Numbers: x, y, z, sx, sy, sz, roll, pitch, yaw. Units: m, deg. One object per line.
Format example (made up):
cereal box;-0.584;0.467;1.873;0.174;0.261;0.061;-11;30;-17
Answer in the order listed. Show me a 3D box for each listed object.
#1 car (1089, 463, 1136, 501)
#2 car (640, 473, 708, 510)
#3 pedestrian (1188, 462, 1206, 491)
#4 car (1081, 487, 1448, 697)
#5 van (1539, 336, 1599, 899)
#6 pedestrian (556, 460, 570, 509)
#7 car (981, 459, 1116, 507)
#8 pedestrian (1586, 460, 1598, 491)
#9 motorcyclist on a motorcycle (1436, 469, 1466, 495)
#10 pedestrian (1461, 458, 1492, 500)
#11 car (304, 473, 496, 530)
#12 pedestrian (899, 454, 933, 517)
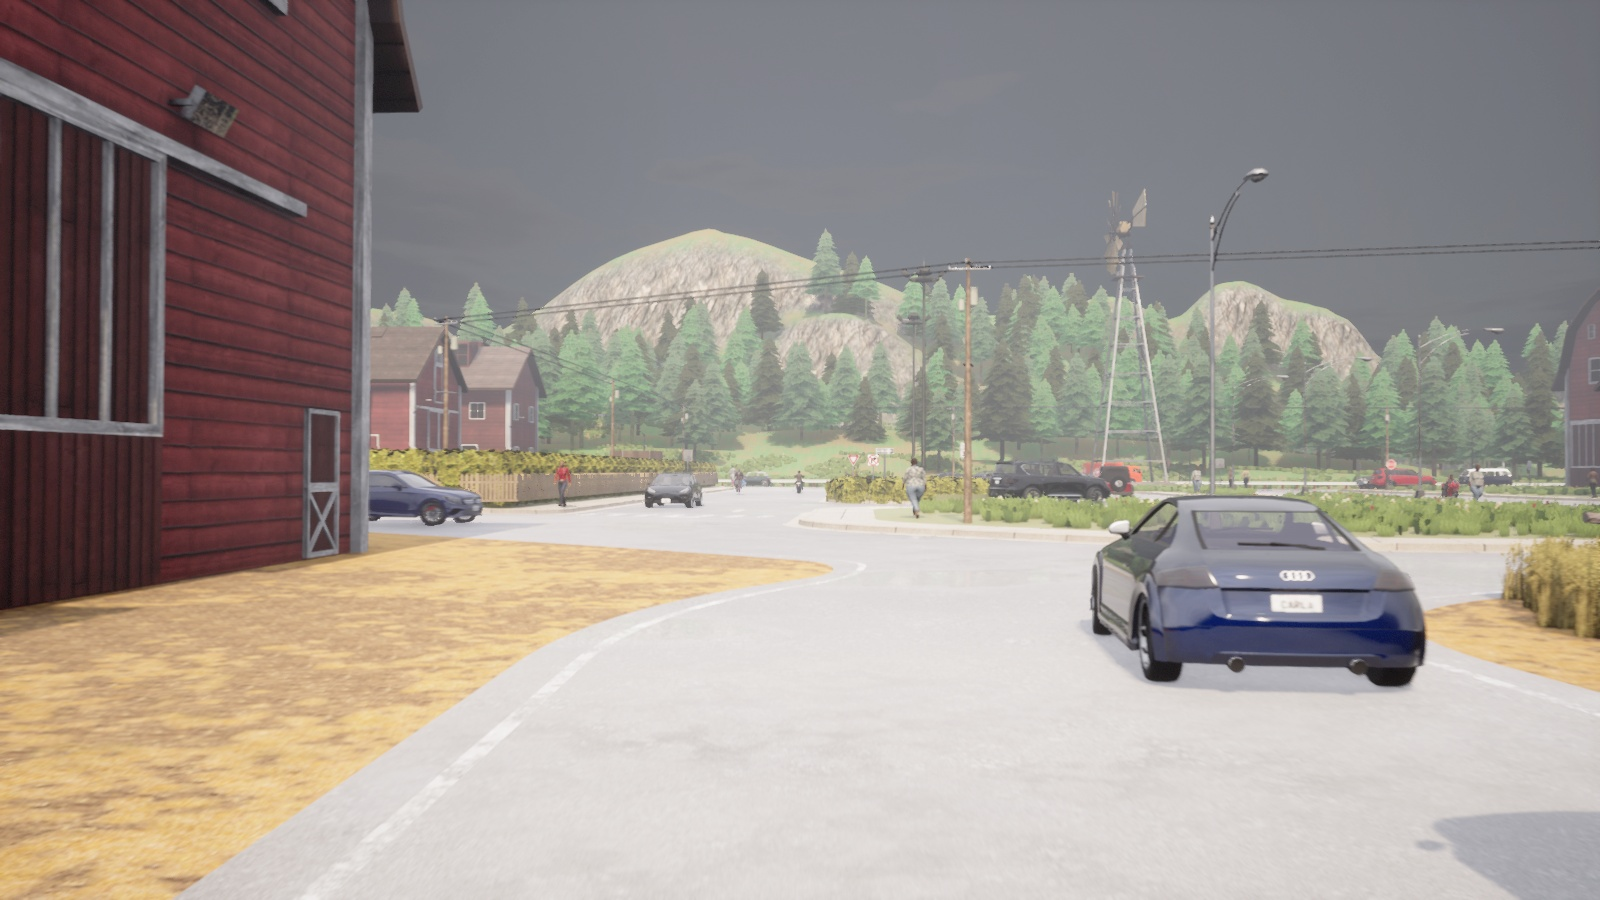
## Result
car;16.101;1.632;64.848;1.905;1.878;3.866;0;-1;7
car;-5.317;1.732;53.527;2.163;1.488;4.792;0;-1;3
pedestrian;25.747;1.723;81.395;0.874;1.855;0.900;0;-1;0
car;3.682;1.045;10.820;1.994;1.385;4.181;0;-1;6
van;3.492;0.590;2.171;1.775;1.987;4.442;0;-1;0
pedestrian;-8.896;1.294;47.105;0.331;1.846;0.636;0;-1;6
car;10.972;1.418;55.422;5.566;2.045;2.150;0;-1;-23
pedestrian;46.571;1.519;73.815;0.328;1.805;0.869;0;-1;14
motorcyclist on a motorcycle;39.091;1.903;75.416;0.797;1.523;2.044;0;-1;2
pedestrian;29.907;1.281;55.561;0.874;1.855;0.900;0;-1;1
car;-10.762;1.359;33.875;4.674;1.442;1.812;0;-1;12
pedestrian;3.444;1.061;37.473;0.874;1.855;0.900;0;-1;-3
